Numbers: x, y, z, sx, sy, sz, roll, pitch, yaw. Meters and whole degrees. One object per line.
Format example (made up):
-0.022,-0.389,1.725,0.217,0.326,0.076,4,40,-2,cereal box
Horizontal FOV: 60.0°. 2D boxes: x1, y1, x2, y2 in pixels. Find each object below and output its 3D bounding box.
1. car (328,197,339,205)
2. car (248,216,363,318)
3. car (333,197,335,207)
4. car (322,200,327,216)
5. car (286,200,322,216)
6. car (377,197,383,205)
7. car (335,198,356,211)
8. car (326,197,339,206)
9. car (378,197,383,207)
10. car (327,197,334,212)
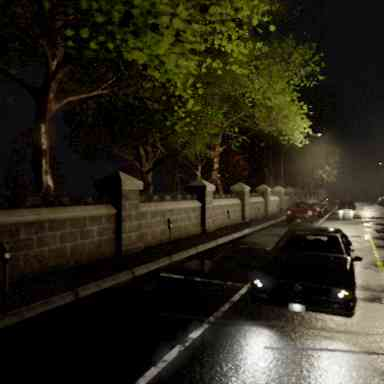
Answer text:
27.944,1.677,65.467,1.752,1.417,4.829,0,0,26,car
2.932,1.558,7.978,2.033,1.411,5.357,0,0,26,car
23.029,1.644,55.335,1.752,1.417,4.829,0,0,26,car
10.813,1.493,30.161,1.967,1.590,4.097,0,0,26,car
8.356,1.480,25.097,1.967,1.590,4.097,0,0,26,car
35.633,1.693,62.116,1.752,1.417,4.829,0,0,26,car
19.438,1.653,41.770,1.994,1.385,4.181,0,0,26,car
25.561,1.686,60.554,2.008,1.369,4.403,0,0,26,car
30.643,1.575,51.831,1.967,1.590,4.097,0,0,26,car
15.730,1.628,40.292,2.008,1.369,4.403,0,0,26,car
